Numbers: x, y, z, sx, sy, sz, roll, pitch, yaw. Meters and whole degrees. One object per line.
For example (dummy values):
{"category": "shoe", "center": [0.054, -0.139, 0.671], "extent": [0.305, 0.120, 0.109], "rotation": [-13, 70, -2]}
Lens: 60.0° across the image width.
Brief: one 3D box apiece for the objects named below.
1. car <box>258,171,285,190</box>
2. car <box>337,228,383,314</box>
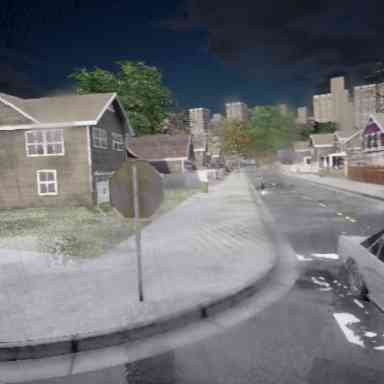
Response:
{"category": "car", "center": [6.859, -1.047, 29.060], "extent": [1.837, 1.490, 4.892], "rotation": [-2, 5, 8]}
{"category": "car", "center": [3.251, 1.141, 3.748], "extent": [1.895, 1.301, 4.718], "rotation": [-2, 4, 8]}
